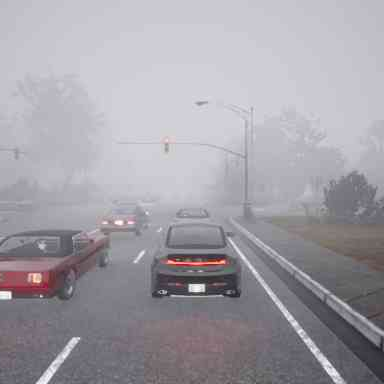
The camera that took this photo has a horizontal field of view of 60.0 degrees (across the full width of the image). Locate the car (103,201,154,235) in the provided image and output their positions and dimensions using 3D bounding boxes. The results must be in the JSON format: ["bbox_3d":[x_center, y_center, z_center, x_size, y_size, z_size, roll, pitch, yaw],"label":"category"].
[{"bbox_3d":[-3.462,1.440,17.835,2.033,1.411,5.357,0,0,-1],"label":"car"}]

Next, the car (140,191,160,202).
[{"bbox_3d":[-7.240,1.061,56.564,2.128,1.511,4.902,0,1,0],"label":"car"}]

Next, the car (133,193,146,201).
[{"bbox_3d":[-10.716,1.013,68.492,1.994,1.385,4.181,0,1,-1],"label":"car"}]

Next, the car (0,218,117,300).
[{"bbox_3d":[-3.421,1.569,8.246,1.895,1.301,4.718,0,0,0],"label":"car"}]

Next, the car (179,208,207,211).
[{"bbox_3d":[0.064,1.494,17.742,1.895,1.301,4.718,0,0,0],"label":"car"}]

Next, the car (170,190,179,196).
[{"bbox_3d":[-4.986,0.270,94.854,2.097,1.767,4.553,0,1,-7],"label":"car"}]

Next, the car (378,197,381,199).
[{"bbox_3d":[24.301,0.937,39.114,5.566,2.045,2.150,0,0,-3],"label":"car"}]

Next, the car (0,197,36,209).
[{"bbox_3d":[-21.302,1.311,39.609,4.718,1.301,1.895,0,1,-2],"label":"car"}]

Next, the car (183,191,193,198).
[{"bbox_3d":[-0.745,0.772,85.347,1.994,1.385,4.181,0,1,-4],"label":"car"}]

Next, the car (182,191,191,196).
[{"bbox_3d":[-1.506,0.452,95.224,2.033,1.411,5.357,0,1,-7],"label":"car"}]

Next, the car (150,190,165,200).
[{"bbox_3d":[-7.248,0.781,70.583,2.097,1.767,4.553,0,1,-1],"label":"car"}]

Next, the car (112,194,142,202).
[{"bbox_3d":[-7.198,1.296,37.074,1.994,1.385,4.181,0,0,0],"label":"car"}]

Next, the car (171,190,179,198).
[{"bbox_3d":[-4.217,0.752,84.807,2.128,1.511,4.902,0,1,-4],"label":"car"}]

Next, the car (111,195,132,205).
[{"bbox_3d":[-10.808,1.160,51.428,2.033,1.411,5.357,0,0,2],"label":"car"}]

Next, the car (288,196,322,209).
[{"bbox_3d":[13.633,1.212,38.484,4.902,1.511,2.128,0,0,-3],"label":"car"}]

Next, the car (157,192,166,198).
[{"bbox_3d":[-7.750,0.761,85.265,2.033,1.411,5.357,0,1,-3],"label":"car"}]

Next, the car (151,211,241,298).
[{"bbox_3d":[0.080,1.472,8.429,1.837,1.490,4.892,0,0,0],"label":"car"}]
